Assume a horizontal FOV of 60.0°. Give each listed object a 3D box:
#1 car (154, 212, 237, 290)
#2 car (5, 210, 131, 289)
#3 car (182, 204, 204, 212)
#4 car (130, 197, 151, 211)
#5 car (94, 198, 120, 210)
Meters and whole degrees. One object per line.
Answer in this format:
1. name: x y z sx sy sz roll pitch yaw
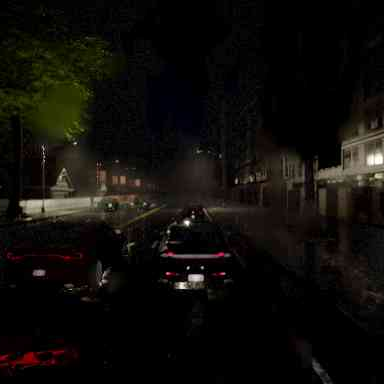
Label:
1. car: 0.089 1.529 9.147 2.128 1.511 4.902 0 0 0
2. car: -3.157 1.515 9.335 1.882 1.535 5.008 0 0 0
3. car: 0.079 1.713 29.131 1.895 1.301 4.718 0 0 0
4. car: -6.587 1.504 42.836 2.097 1.767 4.553 0 0 0
5. car: -9.856 1.494 38.851 2.097 1.767 4.553 0 0 0
